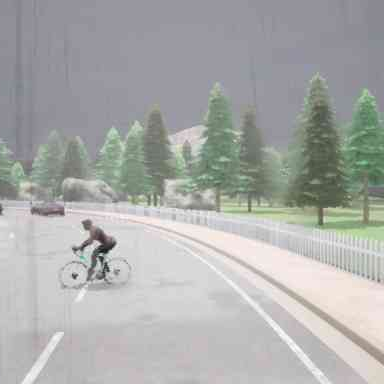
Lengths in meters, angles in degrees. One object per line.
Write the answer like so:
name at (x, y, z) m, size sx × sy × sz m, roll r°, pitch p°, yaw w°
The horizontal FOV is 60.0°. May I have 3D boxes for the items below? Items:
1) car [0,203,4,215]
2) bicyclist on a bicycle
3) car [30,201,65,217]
car at (-20.486, 1.492, 32.991) m, size 4.902 × 1.511 × 2.128 m, roll 0°, pitch 0°, yaw 39°
bicyclist on a bicycle at (-2.271, 1.454, 7.810) m, size 1.656 × 1.620 × 0.582 m, roll -2°, pitch 0°, yaw -11°
car at (-13.987, 1.563, 32.039) m, size 4.181 × 1.385 × 1.994 m, roll 0°, pitch 0°, yaw 45°
